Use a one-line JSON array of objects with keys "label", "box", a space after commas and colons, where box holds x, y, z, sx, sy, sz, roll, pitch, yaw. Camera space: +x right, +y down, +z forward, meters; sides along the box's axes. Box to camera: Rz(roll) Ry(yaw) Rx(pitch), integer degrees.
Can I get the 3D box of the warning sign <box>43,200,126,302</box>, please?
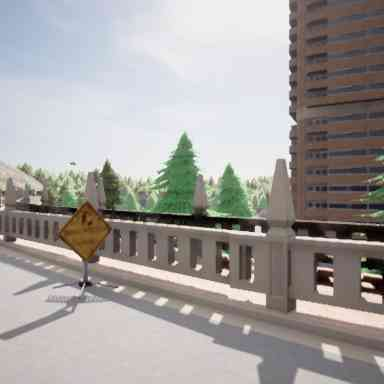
[{"label": "warning sign", "box": [-2.256, 1.112, 7.039, 1.060, 1.860, 1.300, 0, 0, 40]}]
